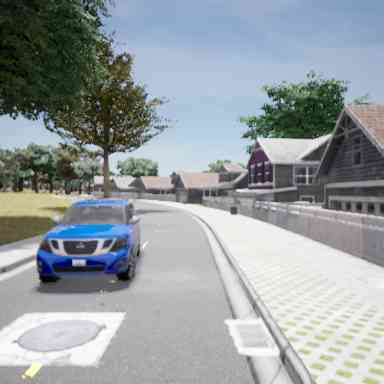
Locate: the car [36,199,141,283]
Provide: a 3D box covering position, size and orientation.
[{"bbox_3d":[-2.763,1.246,10.160,2.150,2.045,5.566,0,0,-5],"label":"car"}]
